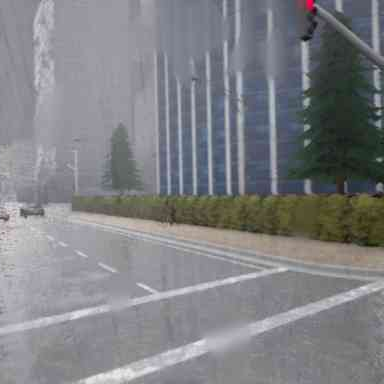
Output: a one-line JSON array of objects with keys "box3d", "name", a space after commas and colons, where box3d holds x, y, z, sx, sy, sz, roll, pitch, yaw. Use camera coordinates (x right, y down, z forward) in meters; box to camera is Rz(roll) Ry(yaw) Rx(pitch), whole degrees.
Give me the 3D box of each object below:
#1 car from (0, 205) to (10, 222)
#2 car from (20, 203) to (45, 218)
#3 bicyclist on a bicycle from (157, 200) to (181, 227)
[{"box3d": [-17.878, 1.940, 30.257, 1.812, 1.442, 4.674, -1, 0, -34], "name": "car"}, {"box3d": [-16.940, 1.879, 35.230, 2.128, 1.511, 4.902, -1, 0, -35], "name": "car"}, {"box3d": [-1.407, 1.340, 20.422, 1.656, 1.620, 0.582, -2, 0, -34], "name": "bicyclist on a bicycle"}]
